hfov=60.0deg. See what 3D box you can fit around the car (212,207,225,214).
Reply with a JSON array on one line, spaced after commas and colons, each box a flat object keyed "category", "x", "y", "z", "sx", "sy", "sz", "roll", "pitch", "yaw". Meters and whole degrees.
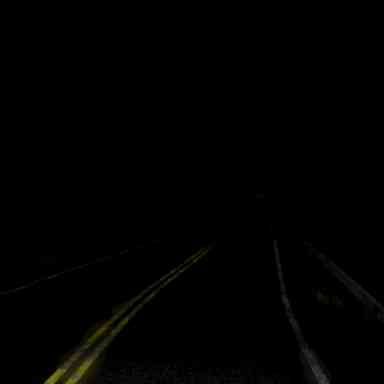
[{"category": "car", "x": 5.159, "y": 3.767, "z": 67.982, "sx": 1.994, "sy": 1.385, "sz": 4.181, "roll": -1, "pitch": -2, "yaw": -21}]
